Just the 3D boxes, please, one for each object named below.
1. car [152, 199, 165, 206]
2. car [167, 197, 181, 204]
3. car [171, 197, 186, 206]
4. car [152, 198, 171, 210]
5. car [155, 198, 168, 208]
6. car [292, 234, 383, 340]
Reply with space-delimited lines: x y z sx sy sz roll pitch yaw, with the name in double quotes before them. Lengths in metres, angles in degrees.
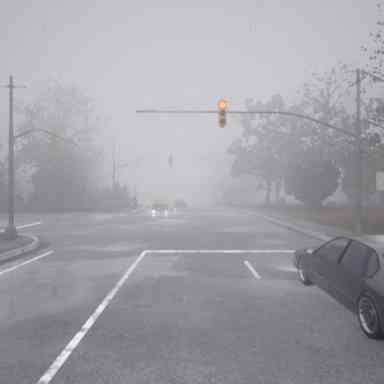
"car" -6.599 1.986 64.878 2.033 1.411 5.357 0 -1 -10
"car" -4.535 2.150 83.015 2.097 1.767 4.553 0 -1 -22
"car" -2.340 1.908 62.026 2.033 1.411 5.357 0 -1 -10
"car" -4.130 1.538 43.839 1.882 1.535 5.008 0 -1 -3
"car" -5.000 1.761 54.352 2.033 1.411 5.357 0 -1 -7
"car" 3.592 1.544 6.458 2.033 1.411 5.357 0 0 0
